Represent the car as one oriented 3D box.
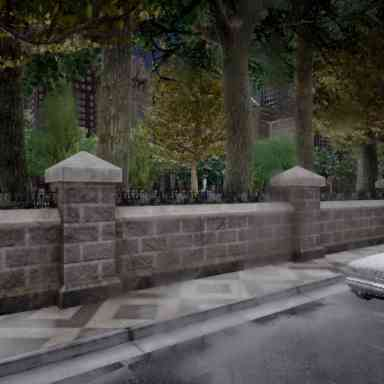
[{"bbox_3d":[5.350,1.599,7.163,4.718,1.301,1.895,0,0,-35],"label":"car"}]
